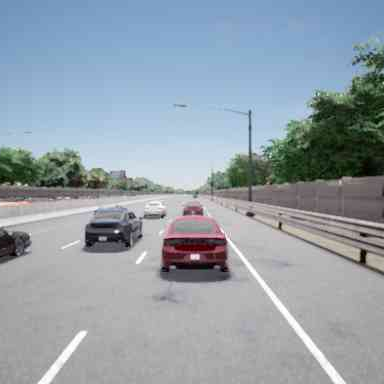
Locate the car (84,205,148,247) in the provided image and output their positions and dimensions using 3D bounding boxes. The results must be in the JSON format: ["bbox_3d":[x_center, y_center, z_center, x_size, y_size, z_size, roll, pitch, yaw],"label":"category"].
[{"bbox_3d":[-3.407,1.541,15.144,1.837,1.490,4.892,0,0,0],"label":"car"}]

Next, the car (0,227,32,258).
[{"bbox_3d":[-6.918,1.572,9.981,2.033,1.411,5.357,0,0,0],"label":"car"}]

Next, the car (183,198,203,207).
[{"bbox_3d":[0.094,1.592,31.320,1.812,1.442,4.674,0,0,0],"label":"car"}]

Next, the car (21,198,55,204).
[{"bbox_3d":[-17.592,1.571,39.235,2.128,1.511,4.902,0,0,0],"label":"car"}]

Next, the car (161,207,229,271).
[{"bbox_3d":[0.083,1.504,10.990,1.882,1.535,5.008,0,0,0],"label":"car"}]

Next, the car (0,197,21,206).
[{"bbox_3d":[-21.091,1.431,38.771,2.097,1.767,4.553,0,0,0],"label":"car"}]

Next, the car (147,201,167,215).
[{"bbox_3d":[-3.406,1.592,31.285,1.812,1.442,4.674,0,0,0],"label":"car"}]

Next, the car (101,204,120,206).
[{"bbox_3d":[-6.909,1.663,28.619,1.895,1.301,4.718,0,0,0],"label":"car"}]
